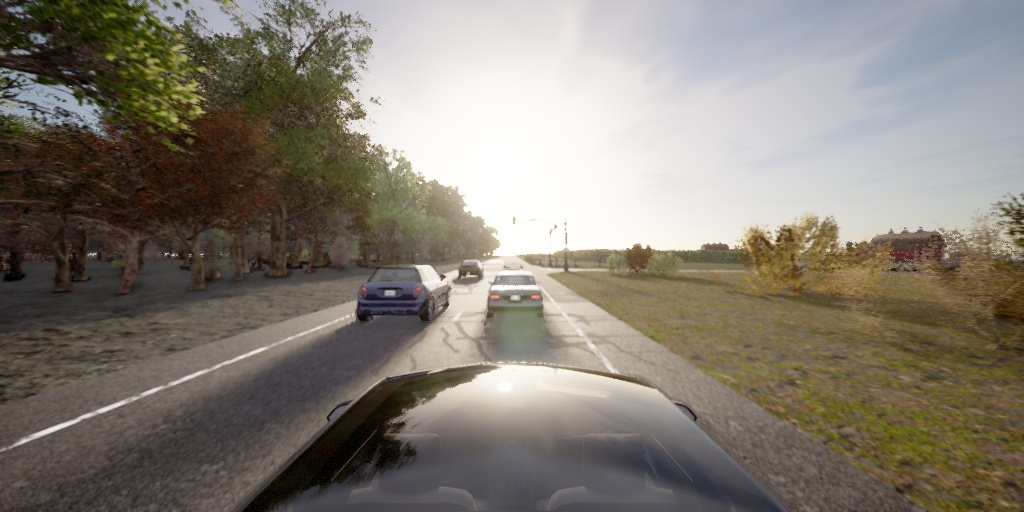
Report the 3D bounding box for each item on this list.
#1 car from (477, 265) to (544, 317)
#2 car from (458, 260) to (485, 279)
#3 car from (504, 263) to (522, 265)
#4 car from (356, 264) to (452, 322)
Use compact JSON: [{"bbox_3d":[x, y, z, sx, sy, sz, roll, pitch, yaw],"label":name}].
[{"bbox_3d":[0.094,1.232,12.790,2.033,1.411,5.357,0,0,0],"label":"car"},{"bbox_3d":[-3.413,1.083,30.508,1.837,1.490,4.892,0,0,0],"label":"car"},{"bbox_3d":[0.085,1.193,28.242,1.895,1.301,4.718,0,0,0],"label":"car"},{"bbox_3d":[-3.409,1.042,12.185,2.097,1.767,4.553,0,1,0],"label":"car"}]
